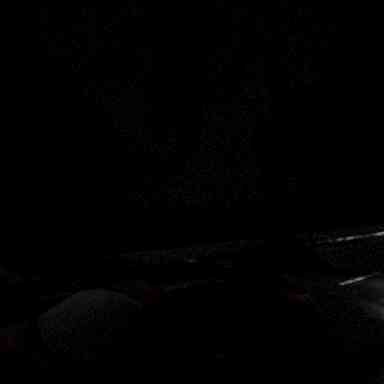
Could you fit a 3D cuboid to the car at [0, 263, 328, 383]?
[{"bbox_3d":[-0.469,1.557,3.350,4.674,1.442,1.812,1,-1,-37],"label":"car"}]
